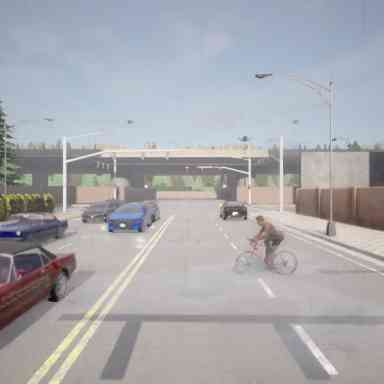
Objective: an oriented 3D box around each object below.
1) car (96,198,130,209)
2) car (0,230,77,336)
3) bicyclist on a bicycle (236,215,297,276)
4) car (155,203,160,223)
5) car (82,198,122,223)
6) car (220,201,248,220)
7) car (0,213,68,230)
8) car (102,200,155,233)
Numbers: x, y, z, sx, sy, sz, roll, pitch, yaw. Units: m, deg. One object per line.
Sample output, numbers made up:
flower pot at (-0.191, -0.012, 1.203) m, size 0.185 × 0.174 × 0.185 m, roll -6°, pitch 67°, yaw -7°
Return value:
car at (-10.814, 1.533, 45.724) m, size 4.181 × 1.385 × 1.994 m, roll 0°, pitch 0°, yaw 18°
car at (-3.599, 1.601, 5.515) m, size 1.895 × 1.301 × 4.718 m, roll 0°, pitch 0°, yaw 0°
bicyclist on a bicycle at (1.992, 1.451, 8.905) m, size 1.656 × 1.620 × 0.582 m, roll -1°, pitch 0°, yaw 0°
car at (-3.546, 1.532, 25.892) m, size 2.128 × 1.511 × 4.902 m, roll 0°, pitch 0°, yaw 0°
car at (-7.046, 1.505, 25.885) m, size 1.837 × 1.490 × 4.892 m, roll 0°, pitch 0°, yaw 0°
car at (3.449, 1.478, 28.108) m, size 1.882 × 1.535 × 5.008 m, roll 0°, pitch 0°, yaw 0°
car at (-7.107, 1.601, 14.382) m, size 1.895 × 1.301 × 4.718 m, roll 0°, pitch 0°, yaw 0°
car at (-3.601, 1.477, 19.796) m, size 1.882 × 1.535 × 5.008 m, roll 0°, pitch 0°, yaw 0°
